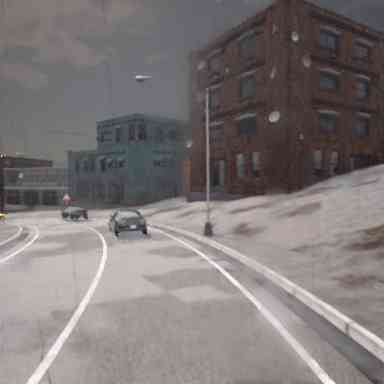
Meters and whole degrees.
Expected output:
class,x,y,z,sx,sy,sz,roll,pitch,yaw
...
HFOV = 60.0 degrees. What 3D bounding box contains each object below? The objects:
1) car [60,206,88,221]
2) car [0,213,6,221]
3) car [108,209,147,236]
class,x,y,z,sx,sy,sz,roll,pitch,yaw
car,-12.913,2.345,36.334,1.837,1.490,4.892,-2,-1,-37
car,-27.693,3.378,46.053,5.008,1.535,1.882,-5,-1,36
car,-3.954,1.776,20.220,1.812,1.442,4.674,-1,-1,-19
